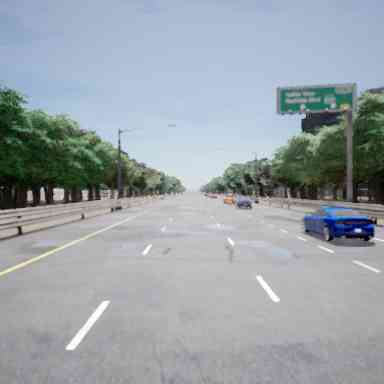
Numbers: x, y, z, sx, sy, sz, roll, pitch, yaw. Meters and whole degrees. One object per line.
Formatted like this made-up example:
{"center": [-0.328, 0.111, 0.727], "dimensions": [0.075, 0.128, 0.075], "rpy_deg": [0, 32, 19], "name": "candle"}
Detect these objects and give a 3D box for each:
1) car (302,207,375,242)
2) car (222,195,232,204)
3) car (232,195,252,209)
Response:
{"center": [7.013, 1.491, 16.510], "dimensions": [1.882, 1.535, 5.008], "rpy_deg": [0, 0, 0], "name": "car"}
{"center": [7.083, 1.329, 64.298], "dimensions": [2.097, 1.767, 4.553], "rpy_deg": [0, 0, 0], "name": "car"}
{"center": [7.055, 1.517, 46.116], "dimensions": [1.812, 1.442, 4.674], "rpy_deg": [0, 0, 0], "name": "car"}
